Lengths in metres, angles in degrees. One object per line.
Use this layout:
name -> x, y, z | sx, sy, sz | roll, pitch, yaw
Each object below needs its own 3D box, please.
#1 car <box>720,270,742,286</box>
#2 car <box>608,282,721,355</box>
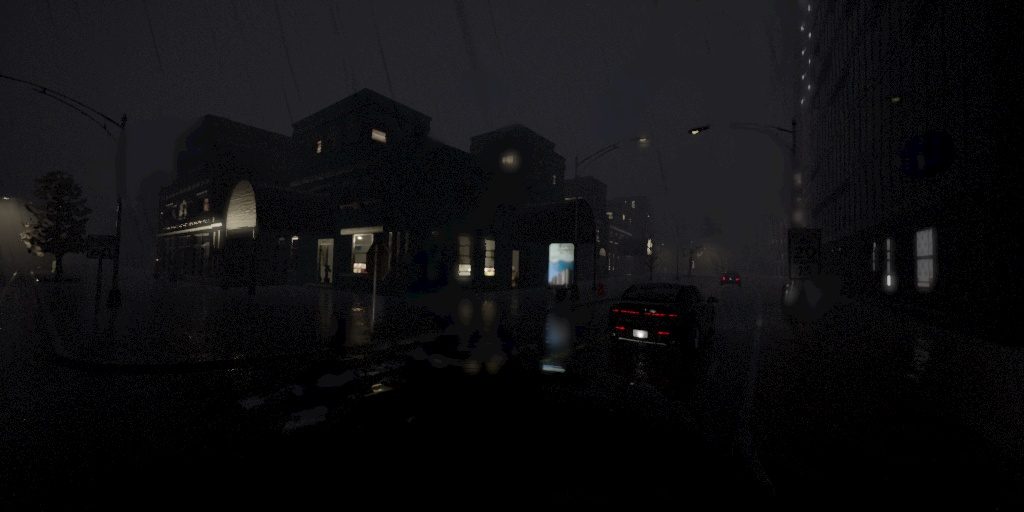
car -> 23.098, 2.409, 37.822 | 2.033, 1.411, 5.357 | 0, -1, 32
car -> 4.069, 1.429, 9.392 | 1.837, 1.490, 4.892 | 0, -2, 36
